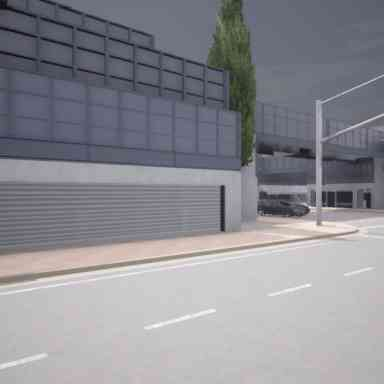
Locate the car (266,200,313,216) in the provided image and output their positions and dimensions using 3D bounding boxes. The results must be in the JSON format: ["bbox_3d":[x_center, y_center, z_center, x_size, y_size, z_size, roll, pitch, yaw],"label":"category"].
[{"bbox_3d":[9.692,1.563,33.481,1.994,1.385,4.181,0,0,-37],"label":"car"}]

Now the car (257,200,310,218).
[{"bbox_3d":[7.931,1.504,29.990,1.837,1.490,4.892,0,0,-37],"label":"car"}]

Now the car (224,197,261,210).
[{"bbox_3d":[6.565,1.504,43.859,1.837,1.490,4.892,0,0,-37],"label":"car"}]
